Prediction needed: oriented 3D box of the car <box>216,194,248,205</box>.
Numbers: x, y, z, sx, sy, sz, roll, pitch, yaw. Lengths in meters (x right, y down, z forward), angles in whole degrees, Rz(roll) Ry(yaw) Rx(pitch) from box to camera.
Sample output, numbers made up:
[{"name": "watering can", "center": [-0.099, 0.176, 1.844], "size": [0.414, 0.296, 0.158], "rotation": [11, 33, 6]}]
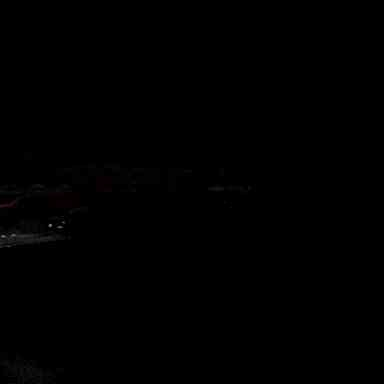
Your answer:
[{"name": "car", "center": [5.942, 1.042, 48.852], "size": [2.033, 1.411, 5.357], "rotation": [0, 1, 41]}]

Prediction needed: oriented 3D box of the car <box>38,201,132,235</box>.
[{"name": "car", "center": [-5.659, 1.425, 18.780], "size": [1.837, 1.490, 4.892], "rotation": [0, 1, 40]}]

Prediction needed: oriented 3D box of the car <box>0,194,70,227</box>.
[{"name": "car", "center": [-11.101, 1.184, 23.188], "size": [2.150, 2.045, 5.566], "rotation": [0, 1, 40]}]

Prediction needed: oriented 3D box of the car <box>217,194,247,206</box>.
[{"name": "car", "center": [5.361, 1.118, 42.785], "size": [1.994, 1.385, 4.181], "rotation": [0, 1, 40]}]

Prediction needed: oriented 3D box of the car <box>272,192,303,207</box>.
[{"name": "car", "center": [11.090, 0.855, 38.719], "size": [2.097, 1.767, 4.553], "rotation": [0, 1, 40]}]
